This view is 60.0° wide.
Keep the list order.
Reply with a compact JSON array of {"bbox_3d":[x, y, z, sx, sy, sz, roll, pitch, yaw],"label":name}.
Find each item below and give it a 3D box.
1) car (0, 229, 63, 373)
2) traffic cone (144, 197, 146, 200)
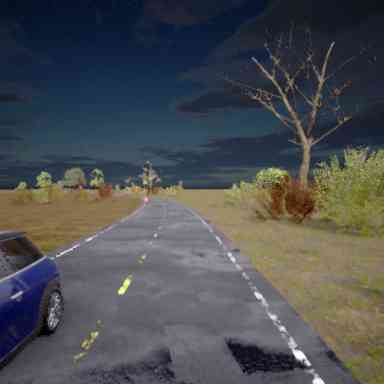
[{"bbox_3d":[-3.156,1.343,3.584,2.097,1.767,4.553,0,0,-1],"label":"car"},{"bbox_3d":[-9.449,1.722,70.326,0.340,0.580,0.340,0,0,-8],"label":"traffic cone"}]
